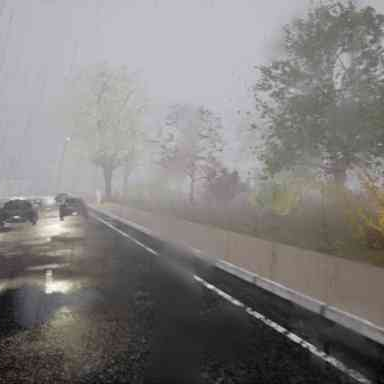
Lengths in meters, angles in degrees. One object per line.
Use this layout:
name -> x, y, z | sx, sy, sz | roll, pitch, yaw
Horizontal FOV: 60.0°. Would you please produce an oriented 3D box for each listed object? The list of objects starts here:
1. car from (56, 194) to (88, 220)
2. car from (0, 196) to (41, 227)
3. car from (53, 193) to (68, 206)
car -> -8.817, 1.147, 24.530 | 1.837, 1.490, 4.892 | -1, 2, -23
car -> -10.926, 1.223, 21.179 | 1.882, 1.535, 5.008 | -1, 2, -23
car -> -16.112, 0.912, 41.387 | 1.837, 1.490, 4.892 | -1, 1, -23
